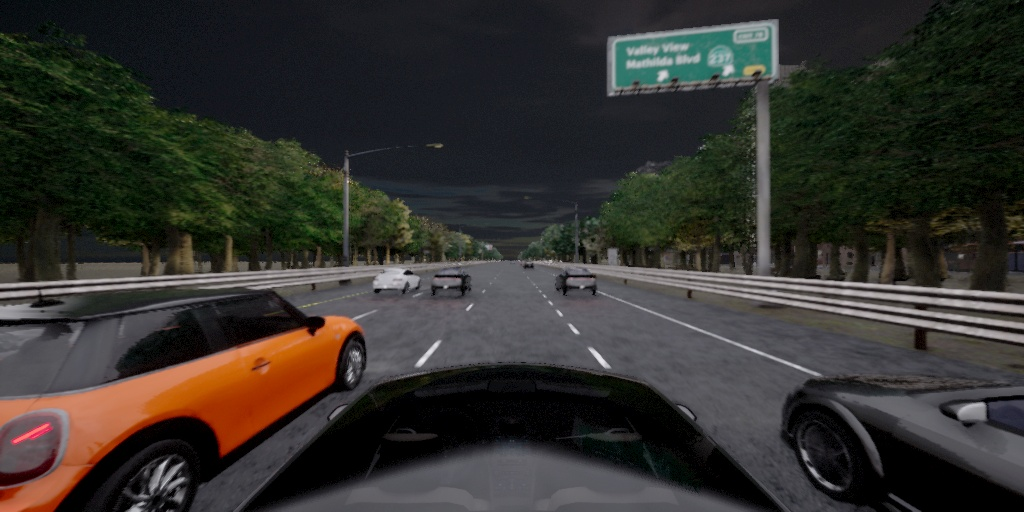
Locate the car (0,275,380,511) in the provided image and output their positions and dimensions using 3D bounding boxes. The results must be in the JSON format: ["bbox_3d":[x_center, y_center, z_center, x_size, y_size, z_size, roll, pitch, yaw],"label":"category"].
[{"bbox_3d":[-3.401,1.123,3.999,2.097,1.767,4.553,0,-1,0],"label":"car"}]

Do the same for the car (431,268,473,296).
[{"bbox_3d":[-3.399,1.417,20.839,2.128,1.511,4.902,0,-1,0],"label":"car"}]

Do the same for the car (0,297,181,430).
[{"bbox_3d":[-6.899,1.372,4.080,1.895,1.301,4.718,0,-1,0],"label":"car"}]

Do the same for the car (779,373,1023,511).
[{"bbox_3d":[3.600,1.315,1.771,1.994,1.385,4.181,0,-1,0],"label":"car"}]

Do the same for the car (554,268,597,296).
[{"bbox_3d":[3.601,1.418,20.841,2.128,1.511,4.902,0,-1,0],"label":"car"}]

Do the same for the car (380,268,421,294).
[{"bbox_3d":[-6.899,1.460,21.816,1.812,1.442,4.674,0,-1,0],"label":"car"}]
